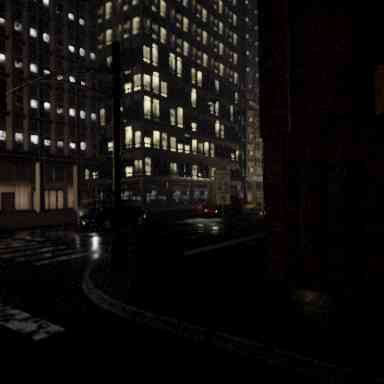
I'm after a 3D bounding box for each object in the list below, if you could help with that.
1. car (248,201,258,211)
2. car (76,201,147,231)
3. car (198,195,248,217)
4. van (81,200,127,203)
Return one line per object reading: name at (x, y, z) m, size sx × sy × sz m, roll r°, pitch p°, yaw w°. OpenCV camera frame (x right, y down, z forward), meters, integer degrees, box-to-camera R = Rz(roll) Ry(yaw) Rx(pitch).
car at (6.582, 1.659, 41.564) m, size 1.752 × 1.417 × 4.829 m, roll -1°, pitch -1°, yaw 36°
car at (-4.903, 1.546, 21.120) m, size 1.837 × 1.490 × 4.892 m, roll -1°, pitch -1°, yaw 33°
car at (2.850, 1.285, 31.916) m, size 2.150 × 2.045 × 5.566 m, roll -1°, pitch 0°, yaw 35°
van at (-6.250, 1.431, 23.652) m, size 1.690 × 1.788 × 3.998 m, roll -1°, pitch -1°, yaw 36°
